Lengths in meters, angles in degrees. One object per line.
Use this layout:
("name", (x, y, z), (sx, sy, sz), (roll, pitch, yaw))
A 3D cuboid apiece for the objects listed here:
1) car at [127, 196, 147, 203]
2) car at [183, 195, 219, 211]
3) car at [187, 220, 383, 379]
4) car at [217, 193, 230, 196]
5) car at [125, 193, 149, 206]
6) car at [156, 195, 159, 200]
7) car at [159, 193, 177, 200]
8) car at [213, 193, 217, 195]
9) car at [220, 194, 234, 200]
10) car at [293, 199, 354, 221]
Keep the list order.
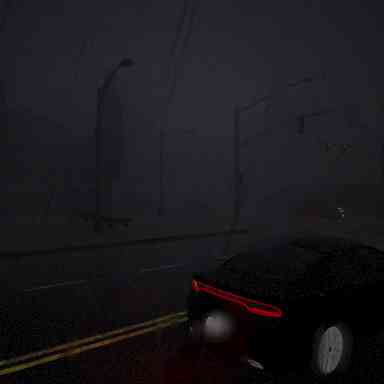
("car", (-11.706, 1.540, 70.537), (2.033, 1.411, 5.357), (0, 0, -35))
("car", (0.743, 1.492, 40.435), (2.128, 1.511, 4.902), (0, 0, -35))
("car", (2.241, 1.478, 5.607), (5.008, 1.535, 1.882), (0, 0, -37))
("car", (7.736, 1.395, 68.753), (3.806, 1.475, 1.970), (0, 0, -37))
("car", (-9.110, 1.222, 54.519), (2.150, 2.045, 5.566), (0, 0, -35))
("car", (-7.366, 1.153, 89.192), (4.605, 1.855, 1.932), (0, 0, -37))
("car", (-5.687, 1.156, 86.834), (3.866, 1.878, 1.905), (0, 0, -37))
("car", (6.022, 1.156, 71.086), (3.866, 1.878, 1.905), (0, 0, -37))
("car", (9.960, 1.395, 95.055), (3.806, 1.475, 1.970), (0, 0, -37))
("car", (10.636, 1.351, 27.143), (2.097, 1.767, 4.553), (0, 0, -41))
